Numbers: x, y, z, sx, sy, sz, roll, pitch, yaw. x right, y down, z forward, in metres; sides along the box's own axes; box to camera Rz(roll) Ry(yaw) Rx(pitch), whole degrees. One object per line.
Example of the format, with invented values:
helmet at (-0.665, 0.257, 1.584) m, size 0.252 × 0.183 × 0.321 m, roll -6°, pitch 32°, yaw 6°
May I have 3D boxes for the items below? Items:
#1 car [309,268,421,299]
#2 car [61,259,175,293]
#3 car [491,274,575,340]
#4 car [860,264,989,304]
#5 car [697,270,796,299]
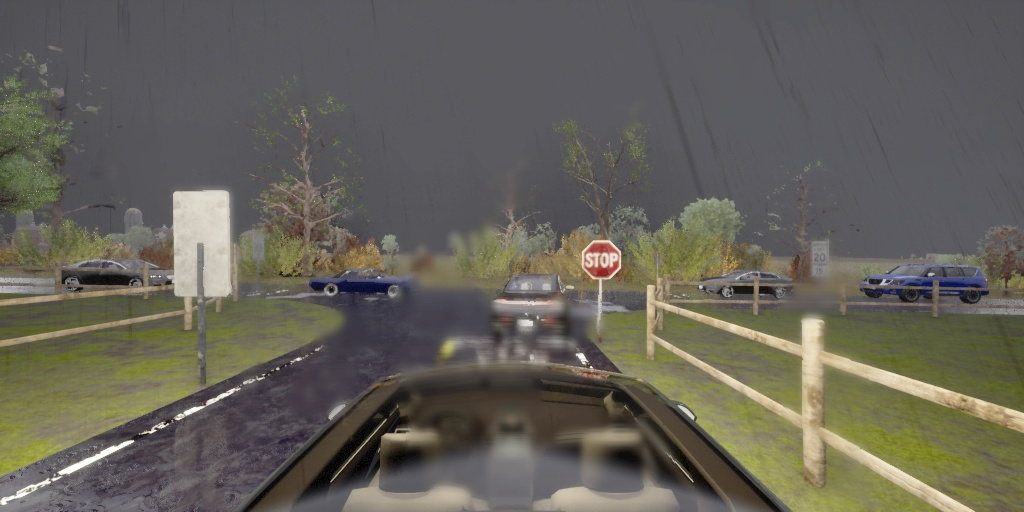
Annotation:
car at (-6.825, 1.248, 17.087) m, size 4.718 × 1.301 × 1.895 m, roll 1°, pitch 1°, yaw 0°
car at (-18.493, 0.885, 17.101) m, size 4.902 × 1.511 × 2.128 m, roll 1°, pitch 1°, yaw 0°
car at (0.705, 1.240, 10.057) m, size 2.128 × 1.511 × 4.902 m, roll 0°, pitch 0°, yaw 9°
car at (22.896, 1.466, 20.008) m, size 5.566 × 2.045 × 2.150 m, roll 1°, pitch 1°, yaw 0°
car at (13.000, 1.525, 20.017) m, size 4.902 × 1.511 × 2.128 m, roll 1°, pitch 1°, yaw 0°
